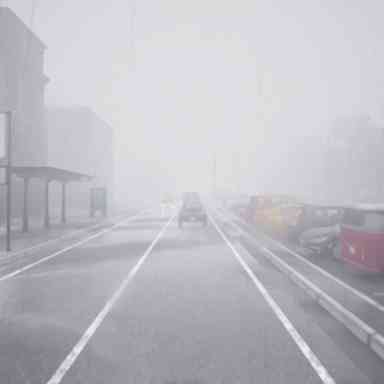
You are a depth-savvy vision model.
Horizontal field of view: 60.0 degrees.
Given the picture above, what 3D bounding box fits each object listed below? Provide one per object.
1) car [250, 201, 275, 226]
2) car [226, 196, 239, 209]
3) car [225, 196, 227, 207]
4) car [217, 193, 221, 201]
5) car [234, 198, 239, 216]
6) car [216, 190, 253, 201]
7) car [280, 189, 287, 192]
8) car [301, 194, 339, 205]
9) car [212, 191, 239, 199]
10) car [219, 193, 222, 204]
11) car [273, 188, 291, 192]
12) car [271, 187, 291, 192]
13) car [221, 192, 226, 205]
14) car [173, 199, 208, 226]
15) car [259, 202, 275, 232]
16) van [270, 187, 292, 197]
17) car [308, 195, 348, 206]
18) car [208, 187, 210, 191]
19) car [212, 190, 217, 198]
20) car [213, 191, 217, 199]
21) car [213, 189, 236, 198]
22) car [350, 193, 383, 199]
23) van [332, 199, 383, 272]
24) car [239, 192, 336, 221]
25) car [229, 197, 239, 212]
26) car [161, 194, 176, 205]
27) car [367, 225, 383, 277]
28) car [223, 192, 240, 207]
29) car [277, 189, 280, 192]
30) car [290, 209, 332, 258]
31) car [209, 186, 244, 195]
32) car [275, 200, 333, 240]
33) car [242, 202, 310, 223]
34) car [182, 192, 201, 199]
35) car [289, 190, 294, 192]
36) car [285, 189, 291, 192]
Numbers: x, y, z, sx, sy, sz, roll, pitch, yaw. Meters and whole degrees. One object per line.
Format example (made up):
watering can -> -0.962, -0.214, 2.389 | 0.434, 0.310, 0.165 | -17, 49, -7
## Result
car -> 6.302, 1.493, 19.897 | 5.008, 1.535, 2.097 | 0, 0, 0
car -> 6.352, 1.434, 33.825 | 5.008, 1.535, 2.097 | 0, 1, 0
car -> 6.371, 1.441, 36.614 | 4.674, 1.452, 2.002 | 0, 1, 0
car -> 6.380, 1.213, 47.756 | 4.792, 1.488, 2.163 | 0, 1, 0
car -> 6.308, 1.505, 28.249 | 4.792, 1.488, 2.163 | 0, 0, 0
car -> 6.388, 0.983, 50.538 | 4.553, 1.767, 2.185 | 0, 2, 0
car -> 19.725, 0.701, 61.700 | 5.366, 1.575, 1.946 | 0, 2, 0
car -> 19.494, 1.101, 50.675 | 5.008, 1.535, 2.097 | 0, 2, 0
car -> 6.465, 0.583, 64.476 | 5.008, 1.535, 2.097 | 0, 2, 0
car -> 6.428, 1.281, 44.969 | 4.792, 1.488, 2.163 | 0, 1, 0
car -> 19.563, 0.477, 67.400 | 4.674, 1.452, 2.002 | 0, 3, 0
car -> 19.573, 0.334, 70.182 | 4.674, 1.452, 2.002 | 0, 3, 0
car -> 6.420, 1.185, 42.179 | 4.553, 1.767, 2.185 | 0, 1, 0
car -> 0.043, 1.454, 23.049 | 2.128, 1.511, 4.902 | 0, 0, 0
car -> 6.482, 1.494, 17.113 | 5.366, 1.575, 1.946 | 0, 0, 0
van -> 19.454, -0.066, 72.839 | 4.442, 1.987, 1.878 | -1, 3, 0
car -> 19.483, 1.182, 47.758 | 4.892, 1.521, 2.231 | 0, 2, 0
car -> 6.471, 0.193, 72.816 | 4.792, 1.488, 2.163 | 0, 3, 0
car -> 6.443, 0.826, 58.898 | 4.892, 1.521, 2.231 | 0, 2, 0
car -> 6.410, 0.960, 56.122 | 4.792, 1.488, 2.163 | 0, 2, 0
car -> 6.511, 0.322, 67.246 | 4.553, 1.767, 2.185 | 0, 3, 0
car -> 19.467, 1.179, 33.944 | 5.566, 2.045, 2.435 | 0, 1, 0
van -> 6.383, 1.283, 8.763 | 4.442, 1.987, 1.878 | 0, 0, 0
car -> 6.346, 1.238, 22.679 | 5.566, 2.045, 2.435 | 0, 0, 0
car -> 6.343, 1.459, 31.036 | 5.008, 1.535, 2.097 | 0, 0, 0
car -> -3.483, 1.093, 50.169 | 1.837, 1.490, 4.892 | 0, 1, 0
car -> 6.262, 1.512, 5.980 | 5.008, 1.535, 2.097 | 0, 0, 0
car -> 6.410, 1.234, 39.399 | 4.553, 1.767, 2.185 | 0, 1, 0
car -> 19.579, 0.608, 64.491 | 4.792, 1.488, 2.163 | 0, 3, 0
car -> 6.283, 1.507, 11.547 | 4.892, 1.521, 2.231 | 0, 0, 0
car -> 6.488, 0.457, 61.674 | 5.566, 2.045, 2.435 | 0, 2, 0
car -> 6.256, 1.376, 14.455 | 4.553, 1.767, 2.185 | 0, 0, 0
car -> 6.325, 1.525, 25.463 | 4.674, 1.452, 2.002 | 0, 0, 0
car -> -0.034, 1.000, 41.040 | 2.150, 2.045, 5.566 | 0, 1, 0
car -> 19.491, 0.952, 56.255 | 4.792, 1.488, 2.163 | 0, 2, 0
car -> 19.715, 0.818, 58.907 | 5.366, 1.575, 1.946 | 0, 2, 0
